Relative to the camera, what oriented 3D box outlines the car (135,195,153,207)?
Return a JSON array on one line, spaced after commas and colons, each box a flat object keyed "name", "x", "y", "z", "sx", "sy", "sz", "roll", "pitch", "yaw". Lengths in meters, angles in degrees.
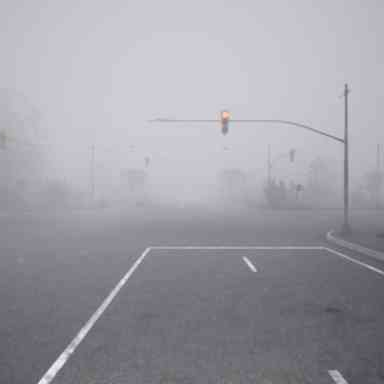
[{"name": "car", "x": -6.820, "y": 1.256, "z": 47.662, "sx": 2.097, "sy": 1.767, "sz": 4.553, "roll": 0, "pitch": 0, "yaw": 0}]
